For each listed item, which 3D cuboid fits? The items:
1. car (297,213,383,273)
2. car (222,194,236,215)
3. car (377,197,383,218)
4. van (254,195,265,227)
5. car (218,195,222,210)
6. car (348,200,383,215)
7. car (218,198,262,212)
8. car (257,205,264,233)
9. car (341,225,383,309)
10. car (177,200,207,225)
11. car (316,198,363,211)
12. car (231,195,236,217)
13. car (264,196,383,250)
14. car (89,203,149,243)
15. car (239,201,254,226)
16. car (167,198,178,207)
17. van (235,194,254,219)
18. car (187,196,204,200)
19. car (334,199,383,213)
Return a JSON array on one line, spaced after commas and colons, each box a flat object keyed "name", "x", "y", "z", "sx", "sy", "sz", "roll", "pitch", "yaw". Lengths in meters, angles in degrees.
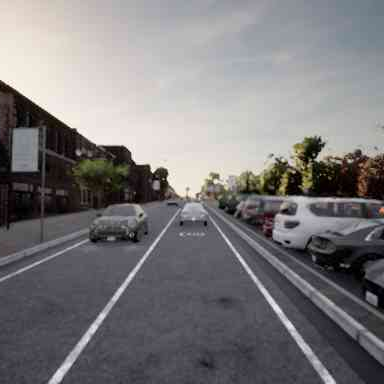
[{"name": "car", "x": 5.613, "y": 1.464, "z": 8.723, "sx": 4.892, "sy": 1.521, "sz": 2.231, "roll": 0, "pitch": 0, "yaw": 0}, {"name": "car", "x": 5.636, "y": 1.232, "z": 28.349, "sx": 5.566, "sy": 2.045, "sz": 2.435, "roll": 0, "pitch": 0, "yaw": 0}, {"name": "car", "x": 18.656, "y": 1.357, "z": 28.385, "sx": 4.553, "sy": 1.767, "sz": 2.185, "roll": 0, "pitch": 0, "yaw": 0}, {"name": "van", "x": 5.727, "y": 1.244, "z": 17.138, "sx": 4.442, "sy": 1.987, "sz": 1.878, "roll": 0, "pitch": 0, "yaw": 0}, {"name": "car", "x": 5.642, "y": 1.264, "z": 36.760, "sx": 5.566, "sy": 2.045, "sz": 2.435, "roll": 0, "pitch": 0, "yaw": 0}, {"name": "car", "x": 18.693, "y": 1.541, "z": 33.953, "sx": 4.674, "sy": 1.452, "sz": 2.002, "roll": 0, "pitch": 0, "yaw": 0}, {"name": "car", "x": 5.610, "y": 1.534, "z": 39.559, "sx": 4.892, "sy": 1.521, "sz": 2.231, "roll": 0, "pitch": 0, "yaw": 0}, {"name": "car", "x": 5.607, "y": 1.468, "z": 14.334, "sx": 5.008, "sy": 1.535, "sz": 2.097, "roll": 0, "pitch": 0, "yaw": 0}, {"name": "car", "x": 5.591, "y": 1.492, "z": 5.925, "sx": 4.792, "sy": 1.488, "sz": 2.163, "roll": 0, "pitch": 0, "yaw": 0}, {"name": "car", "x": 0.110, "y": 1.537, "z": 24.135, "sx": 1.812, "sy": 1.442, "sz": 4.674, "roll": 0, "pitch": 0, "yaw": 0}, {"name": "car", "x": 18.694, "y": 1.552, "z": 42.308, "sx": 5.008, "sy": 1.535, "sz": 2.097, "roll": 0, "pitch": -1, "yaw": 0}, {"name": "car", "x": 5.575, "y": 1.352, "z": 25.548, "sx": 4.553, "sy": 1.767, "sz": 2.185, "roll": 0, "pitch": 0, "yaw": 0}, {"name": "car", "x": 5.643, "y": 1.214, "z": 11.530, "sx": 5.566, "sy": 2.045, "sz": 2.435, "roll": 0, "pitch": 0, "yaw": 0}, {"name": "car", "x": -3.342, "y": 1.355, "z": 16.005, "sx": 2.097, "sy": 1.767, "sz": 4.553, "roll": 0, "pitch": 0, "yaw": 0}, {"name": "car", "x": 5.603, "y": 1.474, "z": 19.940, "sx": 4.892, "sy": 1.521, "sz": 2.231, "roll": 0, "pitch": 0, "yaw": 0}, {"name": "car", "x": -3.272, "y": 1.794, "z": 57.265, "sx": 2.033, "sy": 1.411, "sz": 5.357, "roll": 0, "pitch": -1, "yaw": 1}, {"name": "van", "x": 5.491, "y": 1.249, "z": 22.744, "sx": 4.442, "sy": 1.987, "sz": 1.878, "roll": 0, "pitch": 0, "yaw": 0}, {"name": "car", "x": 0.120, "y": 1.434, "z": 41.829, "sx": 2.097, "sy": 1.767, "sz": 4.553, "roll": 0, "pitch": 0, "yaw": 0}, {"name": "car", "x": 18.698, "y": 1.514, "z": 36.740, "sx": 5.008, "sy": 1.535, "sz": 2.097, "roll": 0, "pitch": 0, "yaw": 0}]
